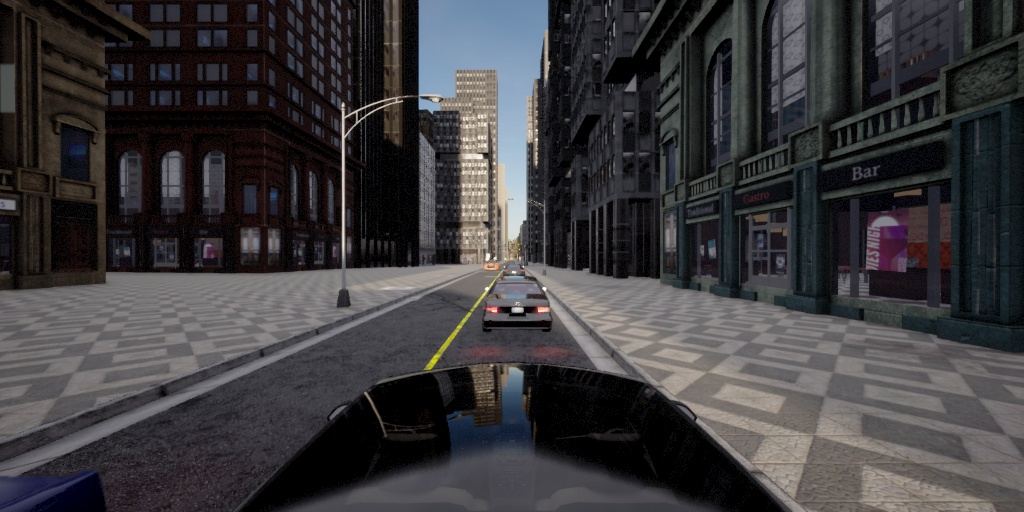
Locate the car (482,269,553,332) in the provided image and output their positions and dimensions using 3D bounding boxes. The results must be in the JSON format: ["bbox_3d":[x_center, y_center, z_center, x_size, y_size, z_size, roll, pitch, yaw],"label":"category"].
[{"bbox_3d":[0.124,1.303,10.838,2.033,1.411,5.357,0,0,0],"label":"car"}]

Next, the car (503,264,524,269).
[{"bbox_3d":[0.178,1.366,32.484,1.994,1.385,4.181,0,0,0],"label":"car"}]

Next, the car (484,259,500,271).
[{"bbox_3d":[-2.933,1.293,52.024,2.097,1.767,4.553,0,-1,1],"label":"car"}]
